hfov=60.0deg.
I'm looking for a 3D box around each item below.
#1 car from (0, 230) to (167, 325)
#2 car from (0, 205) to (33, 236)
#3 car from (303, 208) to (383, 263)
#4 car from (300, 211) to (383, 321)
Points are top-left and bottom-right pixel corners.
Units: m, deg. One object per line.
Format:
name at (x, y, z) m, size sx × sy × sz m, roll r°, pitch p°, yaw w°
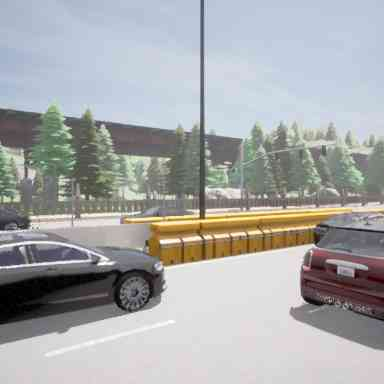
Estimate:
car at (-2.791, 1.491, 6.057) m, size 4.902 × 1.511 × 2.128 m, roll 0°, pitch 0°, yaw -35°
car at (-11.195, 1.507, 17.468) m, size 4.892 × 1.490 × 1.837 m, roll 1°, pitch 0°, yaw -35°
car at (6.692, 1.493, 12.823) m, size 4.902 × 1.511 × 2.128 m, roll 0°, pitch 0°, yaw -36°
car at (4.310, 1.352, 6.825) m, size 4.553 × 1.767 × 2.097 m, roll 0°, pitch 0°, yaw -36°
